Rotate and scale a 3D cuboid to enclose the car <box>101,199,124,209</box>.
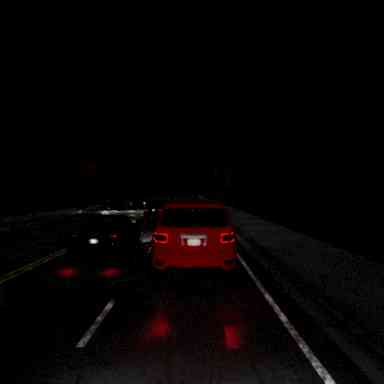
[{"bbox_3d":[-9.854,1.575,41.959,2.033,1.411,5.357,0,0,0],"label":"car"}]

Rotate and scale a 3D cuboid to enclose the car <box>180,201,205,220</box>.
[{"bbox_3d":[0.079,1.560,29.912,2.033,1.411,5.357,0,0,0],"label":"car"}]

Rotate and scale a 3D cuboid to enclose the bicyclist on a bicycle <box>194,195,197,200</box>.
[{"bbox_3d":[0.878,1.551,88.977,0.866,1.612,1.509,0,0,0],"label":"bicyclist on a bicycle"}]

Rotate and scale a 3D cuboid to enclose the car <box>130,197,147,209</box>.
[{"bbox_3d":[-6.599,1.380,42.463,2.097,1.767,4.553,0,0,0],"label":"car"}]

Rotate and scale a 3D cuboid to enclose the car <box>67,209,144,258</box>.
[{"bbox_3d":[-3.180,1.564,12.784,1.994,1.385,4.181,0,0,0],"label":"car"}]

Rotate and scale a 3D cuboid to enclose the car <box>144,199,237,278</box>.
[{"bbox_3d":[0.060,1.224,10.305,2.150,2.045,5.566,0,0,0],"label":"car"}]

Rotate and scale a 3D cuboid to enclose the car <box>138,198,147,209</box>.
[{"bbox_3d":[-3.170,1.560,29.900,2.033,1.411,5.357,0,0,0],"label":"car"}]
